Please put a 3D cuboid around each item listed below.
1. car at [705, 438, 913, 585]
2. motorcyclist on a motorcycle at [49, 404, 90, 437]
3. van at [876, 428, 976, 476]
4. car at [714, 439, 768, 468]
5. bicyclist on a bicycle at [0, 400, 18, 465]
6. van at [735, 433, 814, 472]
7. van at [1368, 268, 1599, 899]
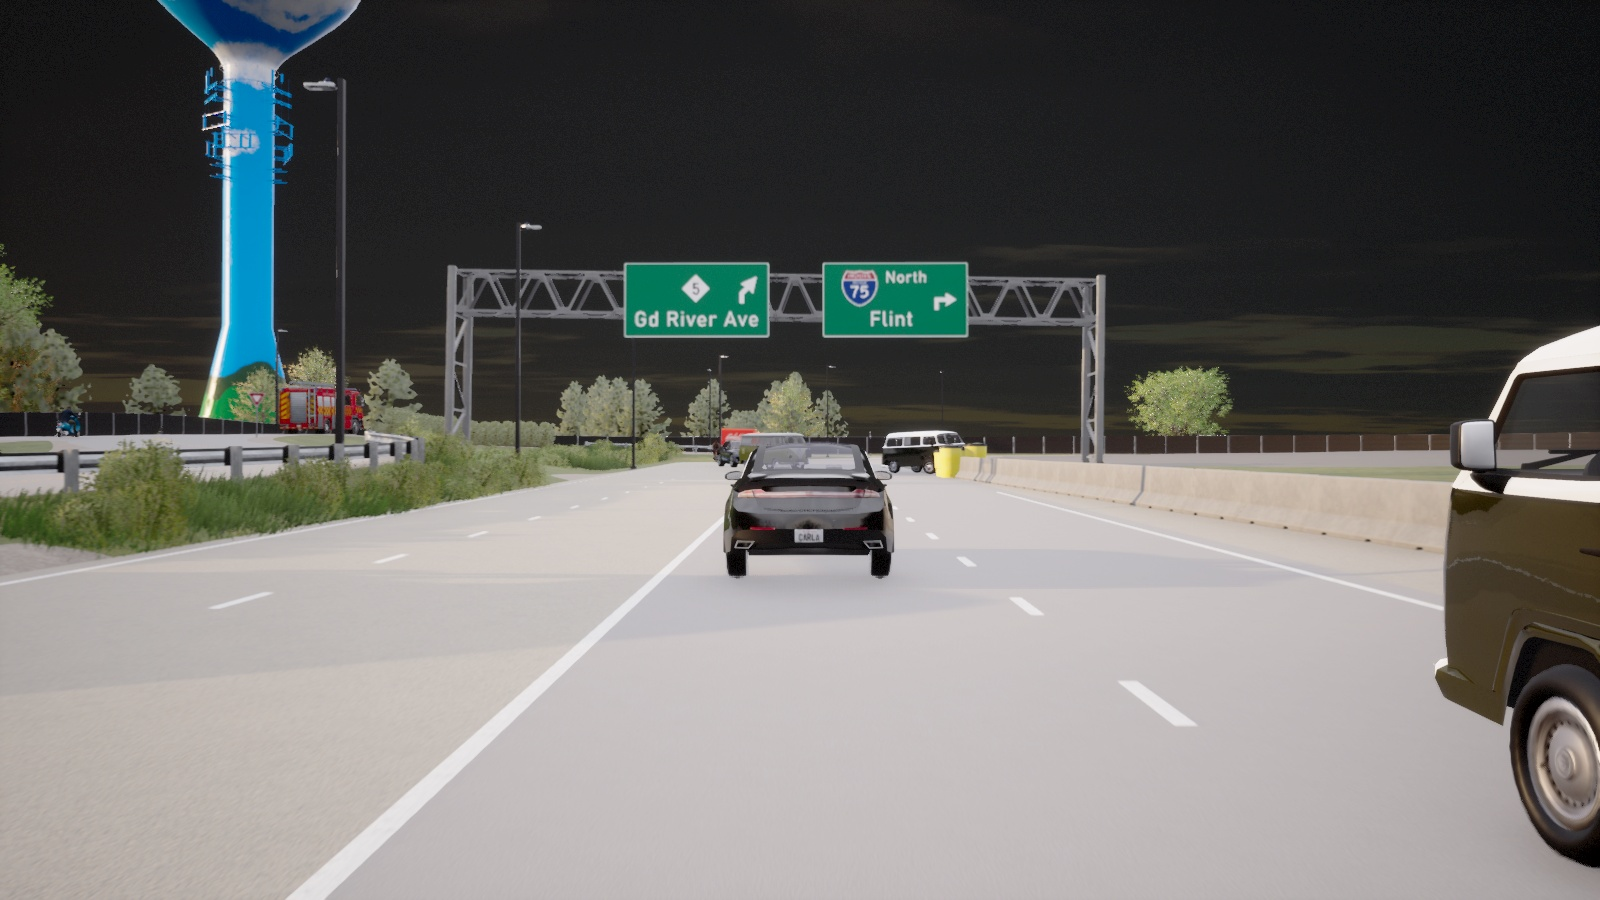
[{"bbox_3d":[0.104,0.617,15.327,2.128,1.511,4.902,0,0,0],"label":"car"},{"bbox_3d":[-35.969,-1.455,61.832,0.866,1.590,1.817,1,0,3],"label":"motorcyclist on a motorcycle"},{"bbox_3d":[5.923,0.120,59.561,2.069,2.038,4.480,-3,0,-38],"label":"van"},{"bbox_3d":[-3.613,0.197,75.511,2.033,1.649,4.856,0,0,-18],"label":"car"},{"bbox_3d":[-20.571,-0.443,31.325,1.509,1.612,0.866,-1,2,1],"label":"bicyclist on a bicycle"},{"bbox_3d":[-1.373,0.092,65.663,1.775,1.987,4.442,0,1,-38],"label":"van"},{"bbox_3d":[3.535,0.455,3.304,2.069,2.038,4.480,0,0,0],"label":"van"}]
